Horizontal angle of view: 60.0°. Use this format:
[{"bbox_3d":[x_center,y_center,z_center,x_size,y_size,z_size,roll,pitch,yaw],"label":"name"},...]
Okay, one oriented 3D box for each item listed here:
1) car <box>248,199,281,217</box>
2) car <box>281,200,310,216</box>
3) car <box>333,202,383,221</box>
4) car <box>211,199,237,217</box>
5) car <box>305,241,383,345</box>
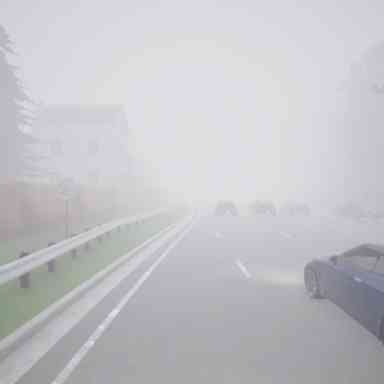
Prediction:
[{"bbox_3d":[6.408,1.435,30.779,1.837,1.490,4.892,0,0,-1],"label":"car"},{"bbox_3d":[9.882,1.463,32.038,1.812,1.442,4.674,0,0,-1],"label":"car"},{"bbox_3d":[13.483,1.511,27.206,2.033,1.411,5.357,0,0,-1],"label":"car"},{"bbox_3d":[2.917,1.425,30.314,1.837,1.490,4.892,0,0,-1],"label":"car"},{"bbox_3d":[3.421,1.521,5.424,1.812,1.442,4.674,0,0,-1],"label":"car"}]
